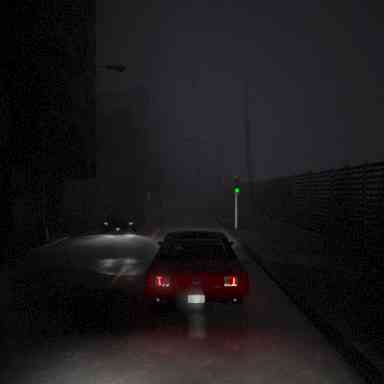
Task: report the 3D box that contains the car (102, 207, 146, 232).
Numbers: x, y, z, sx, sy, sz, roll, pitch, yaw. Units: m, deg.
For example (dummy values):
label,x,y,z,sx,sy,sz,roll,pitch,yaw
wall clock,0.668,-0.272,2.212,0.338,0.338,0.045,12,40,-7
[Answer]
label,x,y,z,sx,sy,sz,roll,pitch,yaw
car,-3.999,1.613,20.600,2.033,1.411,5.357,0,0,0

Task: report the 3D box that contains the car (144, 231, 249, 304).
label,x,y,z,sx,sy,sz,roll,pitch,yaw
car,0.089,1.601,8.096,1.895,1.301,4.718,0,0,0
